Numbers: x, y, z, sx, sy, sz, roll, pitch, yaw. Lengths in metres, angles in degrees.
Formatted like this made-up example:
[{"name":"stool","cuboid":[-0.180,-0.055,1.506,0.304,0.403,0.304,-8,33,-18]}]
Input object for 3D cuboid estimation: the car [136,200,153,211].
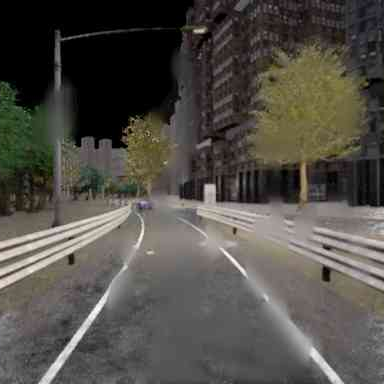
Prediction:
[{"name":"car","cuboid":[-6.672,1.880,46.646,1.812,1.442,4.674,0,0,-16]}]
